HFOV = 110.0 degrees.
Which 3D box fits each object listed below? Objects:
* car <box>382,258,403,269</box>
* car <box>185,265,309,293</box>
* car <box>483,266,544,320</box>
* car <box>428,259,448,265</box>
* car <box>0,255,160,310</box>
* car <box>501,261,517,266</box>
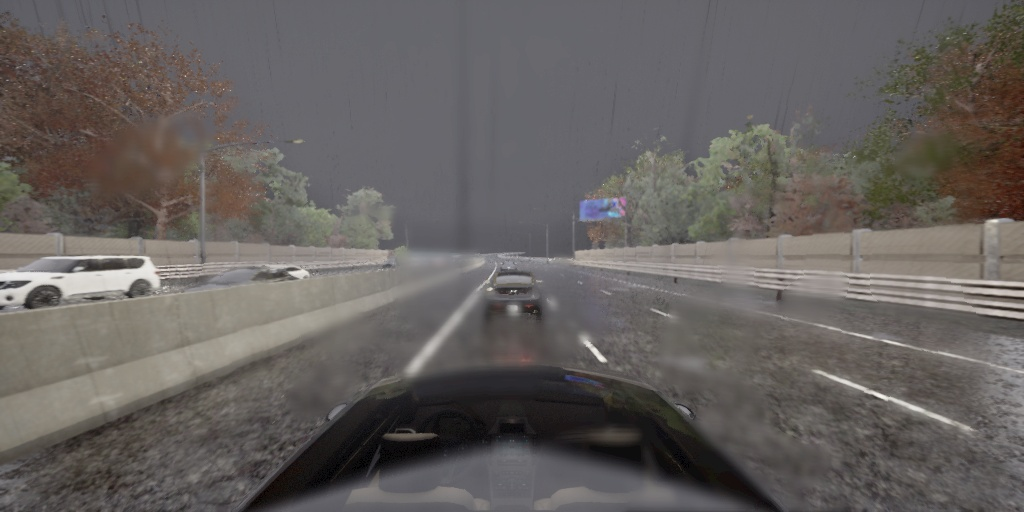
[{"bbox_3d":[-18.376,1.099,55.264,2.097,1.767,4.553,0,0,-1],"label":"car"},{"bbox_3d":[-10.653,1.258,14.536,1.837,1.490,4.892,0,0,0],"label":"car"},{"bbox_3d":[0.060,1.254,12.567,1.837,1.490,4.892,0,0,0],"label":"car"},{"bbox_3d":[-11.410,1.221,56.866,1.882,1.535,5.008,0,0,-1],"label":"car"},{"bbox_3d":[-17.661,0.977,14.526,2.150,2.045,5.566,0,0,0],"label":"car"},{"bbox_3d":[-0.390,1.308,43.153,1.994,1.385,4.181,0,0,-1],"label":"car"}]
